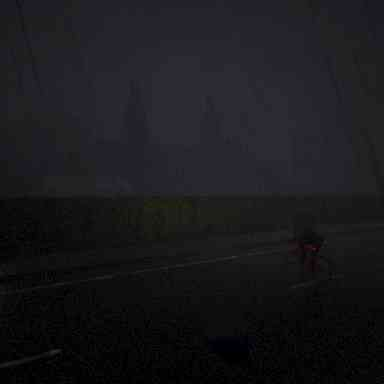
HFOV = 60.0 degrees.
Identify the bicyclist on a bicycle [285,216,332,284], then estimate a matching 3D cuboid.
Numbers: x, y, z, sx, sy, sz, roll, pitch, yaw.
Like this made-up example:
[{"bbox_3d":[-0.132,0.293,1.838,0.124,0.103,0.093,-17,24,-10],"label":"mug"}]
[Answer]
[{"bbox_3d":[2.935,1.456,8.583,0.582,1.620,1.656,0,-2,-24],"label":"bicyclist on a bicycle"}]
